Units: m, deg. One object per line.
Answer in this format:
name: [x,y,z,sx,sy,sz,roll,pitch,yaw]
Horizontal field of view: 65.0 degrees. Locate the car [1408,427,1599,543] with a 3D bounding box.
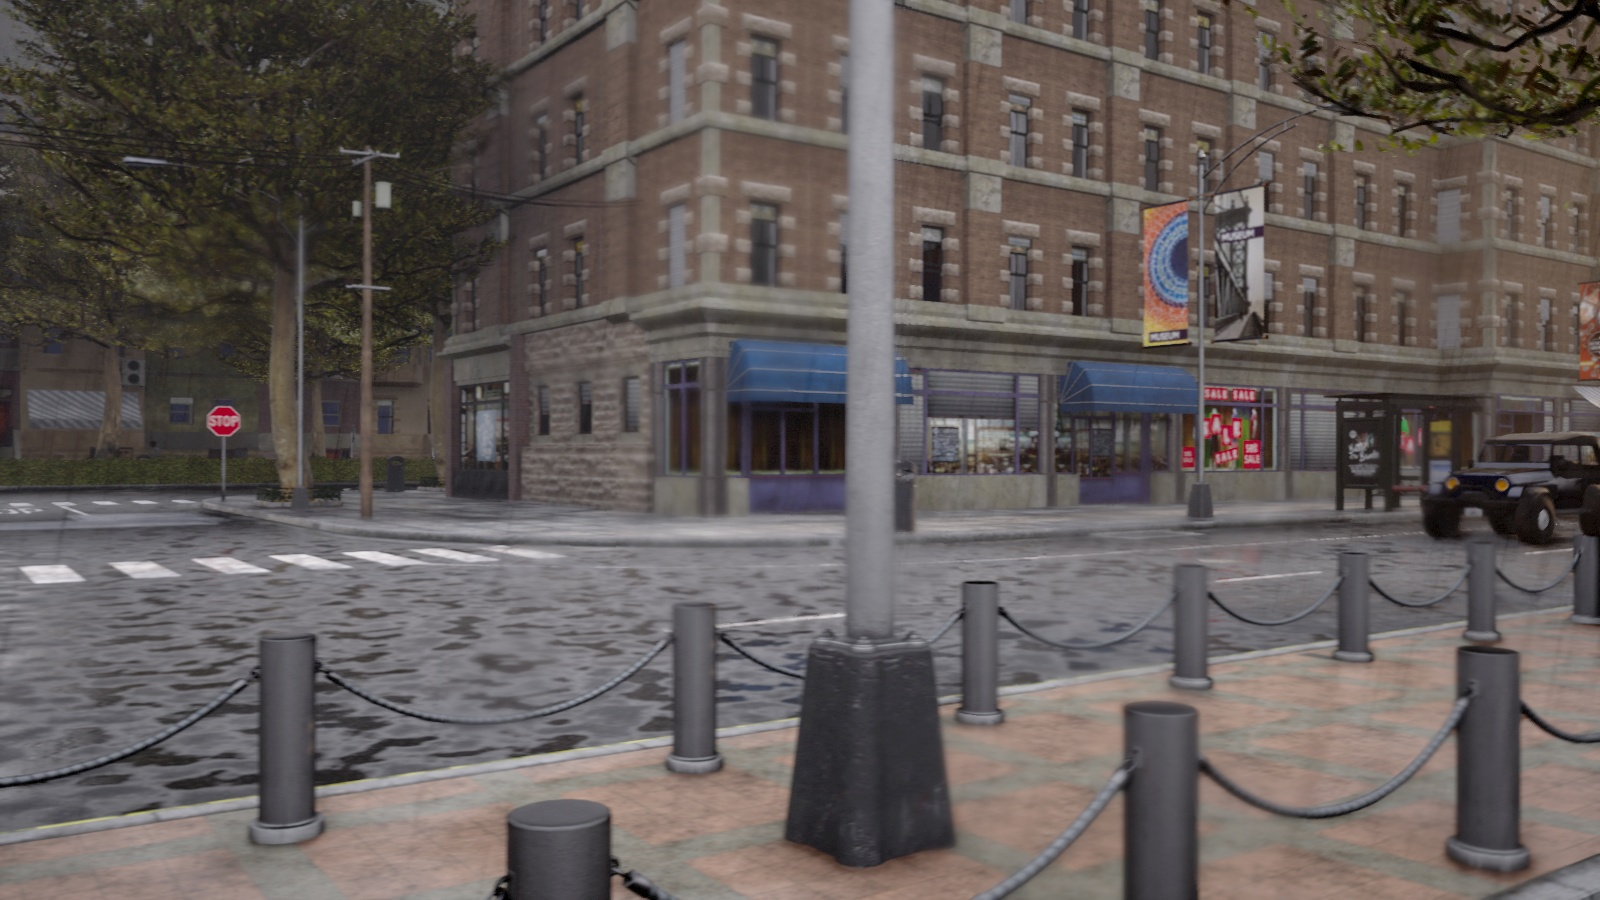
car: [12.780,0.568,22.302,3.866,1.878,1.905,0,0,-35]
